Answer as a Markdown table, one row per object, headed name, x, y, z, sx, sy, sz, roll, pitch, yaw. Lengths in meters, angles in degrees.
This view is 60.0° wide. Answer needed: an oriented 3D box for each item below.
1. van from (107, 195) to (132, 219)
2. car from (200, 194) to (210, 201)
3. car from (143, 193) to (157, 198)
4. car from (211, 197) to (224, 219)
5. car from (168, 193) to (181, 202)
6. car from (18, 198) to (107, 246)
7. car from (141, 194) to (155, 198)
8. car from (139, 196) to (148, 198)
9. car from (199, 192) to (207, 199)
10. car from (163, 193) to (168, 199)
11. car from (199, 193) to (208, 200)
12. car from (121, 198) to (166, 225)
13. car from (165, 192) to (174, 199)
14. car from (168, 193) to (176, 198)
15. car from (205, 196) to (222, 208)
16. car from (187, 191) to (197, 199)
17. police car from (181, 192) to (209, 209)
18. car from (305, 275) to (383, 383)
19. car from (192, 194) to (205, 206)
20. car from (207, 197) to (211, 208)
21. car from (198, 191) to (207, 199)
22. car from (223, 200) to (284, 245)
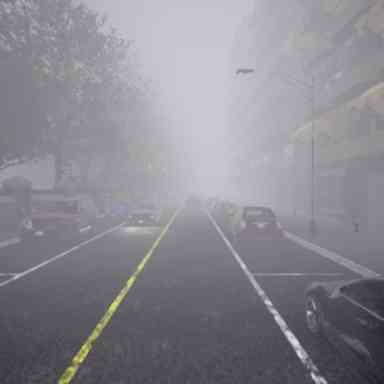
| name | x | y | z | sx | sy | sz | roll | pitch | yaw |
| --- | --- | --- | --- | --- | --- | --- | --- | --- | --- |
| van | -5.678 | 1.158 | 26.153 | 1.690 | 1.788 | 3.998 | 0 | 0 | 0 |
| car | 2.724 | 1.088 | 71.193 | 1.887 | 1.381 | 4.507 | 0 | 0 | 0 |
| car | -5.670 | 1.024 | 43.046 | 2.192 | 1.841 | 5.009 | 0 | 0 | 0 |
| car | 2.702 | 1.341 | 26.321 | 1.752 | 1.417 | 4.829 | 0 | 0 | 0 |
| car | -2.999 | 1.090 | 63.475 | 1.837 | 1.490 | 4.892 | 0 | 0 | 1 |
| car | -5.683 | 1.208 | 14.893 | 2.192 | 1.841 | 5.009 | 0 | 0 | 0 |
| car | -5.673 | 1.290 | 37.415 | 1.887 | 1.381 | 4.507 | 0 | 0 | 0 |
| car | -5.676 | 1.363 | 31.785 | 1.802 | 1.307 | 4.206 | 0 | 0 | 0 |
| car | 2.729 | 0.922 | 82.452 | 1.967 | 1.590 | 4.097 | 0 | 0 | 0 |
| car | -5.655 | 0.953 | 76.827 | 1.967 | 1.590 | 4.097 | 0 | 0 | 0 |
| car | 2.726 | 1.057 | 76.824 | 1.887 | 1.381 | 4.507 | 0 | 0 | 0 |
| car | -3.090 | 1.387 | 22.740 | 2.033 | 1.411 | 5.357 | 0 | 0 | 0 |
| car | -5.652 | 0.923 | 82.455 | 1.967 | 1.590 | 4.097 | 0 | 0 | 0 |
| car | -5.646 | 0.973 | 93.717 | 2.008 | 1.369 | 4.403 | 0 | 0 | 0 |
| car | 2.710 | 1.275 | 43.044 | 1.947 | 1.339 | 4.313 | 0 | 0 | 0 |
| car | 0.038 | 0.695 | 74.299 | 2.097 | 1.767 | 4.553 | 0 | 0 | 0 |
| police car | 0.462 | 1.153 | 40.101 | 1.930 | 1.638 | 5.238 | 0 | 0 | 12 |
| car | 2.691 | 1.538 | 3.631 | 1.947 | 1.339 | 4.313 | 0 | 0 | 0 |
| car | 0.924 | 1.122 | 49.993 | 1.801 | 1.575 | 5.366 | 0 | 0 | 0 |
| car | 2.705 | 1.363 | 31.782 | 1.802 | 1.307 | 4.206 | 0 | 0 | 0 |
| car | 2.730 | 0.767 | 88.082 | 2.192 | 1.841 | 5.009 | 0 | 0 | 0 |
| car | 2.697 | 1.333 | 14.890 | 1.967 | 1.590 | 4.097 | 0 | 0 | 0 |
